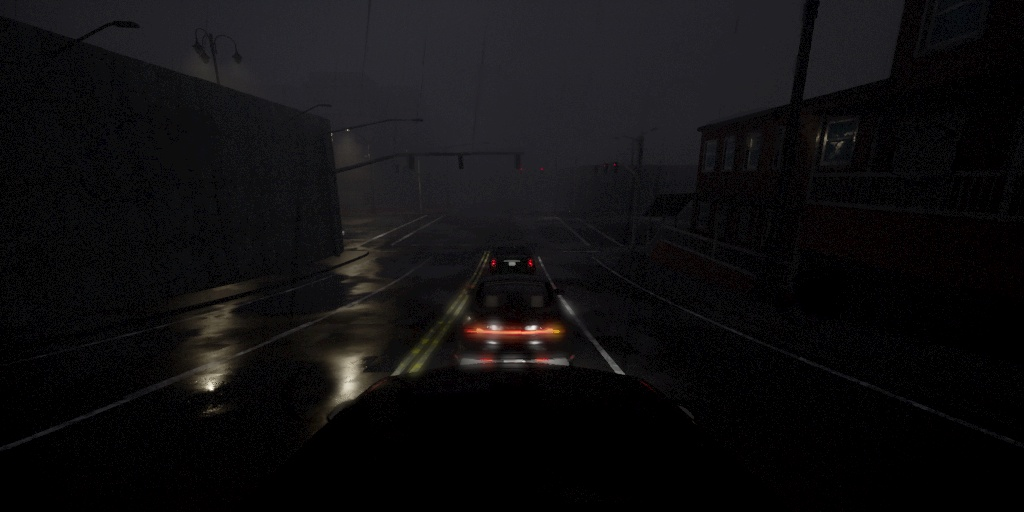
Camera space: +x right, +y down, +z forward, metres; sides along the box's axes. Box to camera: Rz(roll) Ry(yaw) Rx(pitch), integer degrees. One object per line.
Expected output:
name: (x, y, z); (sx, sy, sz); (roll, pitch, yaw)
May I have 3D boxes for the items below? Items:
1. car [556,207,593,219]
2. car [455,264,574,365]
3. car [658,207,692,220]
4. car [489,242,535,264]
car: (8.123, -5.602, 46.556); (4.674, 1.442, 1.812); (2, 13, 8)
car: (0.051, 1.121, 7.212); (1.837, 1.490, 4.892); (0, 2, 0)
car: (21.342, -5.519, 46.075); (4.892, 1.490, 1.837); (0, 12, 0)
car: (0.011, 0.085, 17.463); (2.097, 1.767, 4.553); (0, 7, 0)
